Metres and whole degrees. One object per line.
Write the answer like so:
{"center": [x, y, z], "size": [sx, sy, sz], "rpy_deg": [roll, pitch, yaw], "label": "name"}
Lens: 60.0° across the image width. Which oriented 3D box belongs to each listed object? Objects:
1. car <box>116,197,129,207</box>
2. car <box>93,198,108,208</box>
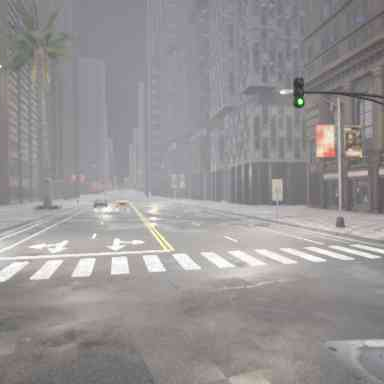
{"center": [-10.844, 1.560, 51.898], "size": [1.882, 1.535, 5.008], "rpy_deg": [-1, 0, -12], "label": "car"}
{"center": [-14.021, 1.681, 51.219], "size": [1.994, 1.385, 4.181], "rpy_deg": [-1, 0, -12], "label": "car"}
